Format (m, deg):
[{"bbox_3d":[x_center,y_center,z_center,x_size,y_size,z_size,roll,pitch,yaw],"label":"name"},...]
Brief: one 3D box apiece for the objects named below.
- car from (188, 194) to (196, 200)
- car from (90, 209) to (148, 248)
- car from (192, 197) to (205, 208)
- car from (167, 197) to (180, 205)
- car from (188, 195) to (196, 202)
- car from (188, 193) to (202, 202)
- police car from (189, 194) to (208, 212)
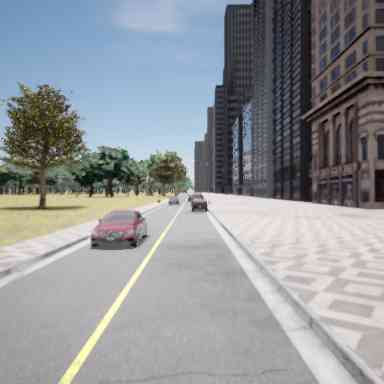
[{"bbox_3d":[-0.010,1.308,89.324,2.128,1.511,4.902,0,0,0],"label":"car"},{"bbox_3d":[-3.100,1.526,14.979,1.812,1.442,4.674,0,0,0],"label":"car"},{"bbox_3d":[0.895,1.516,49.418,1.812,1.442,4.674,0,0,0],"label":"car"},{"bbox_3d":[-3.058,1.506,56.718,1.812,1.442,4.674,0,0,0],"label":"car"},{"bbox_3d":[-0.008,1.438,73.434,1.837,1.490,4.892,0,0,0],"label":"car"},{"bbox_3d":[0.892,1.206,55.449,2.150,2.045,5.566,0,0,0],"label":"car"},{"bbox_3d":[0.896,1.424,39.528,1.930,1.638,5.238,0,0,0],"label":"police car"}]
